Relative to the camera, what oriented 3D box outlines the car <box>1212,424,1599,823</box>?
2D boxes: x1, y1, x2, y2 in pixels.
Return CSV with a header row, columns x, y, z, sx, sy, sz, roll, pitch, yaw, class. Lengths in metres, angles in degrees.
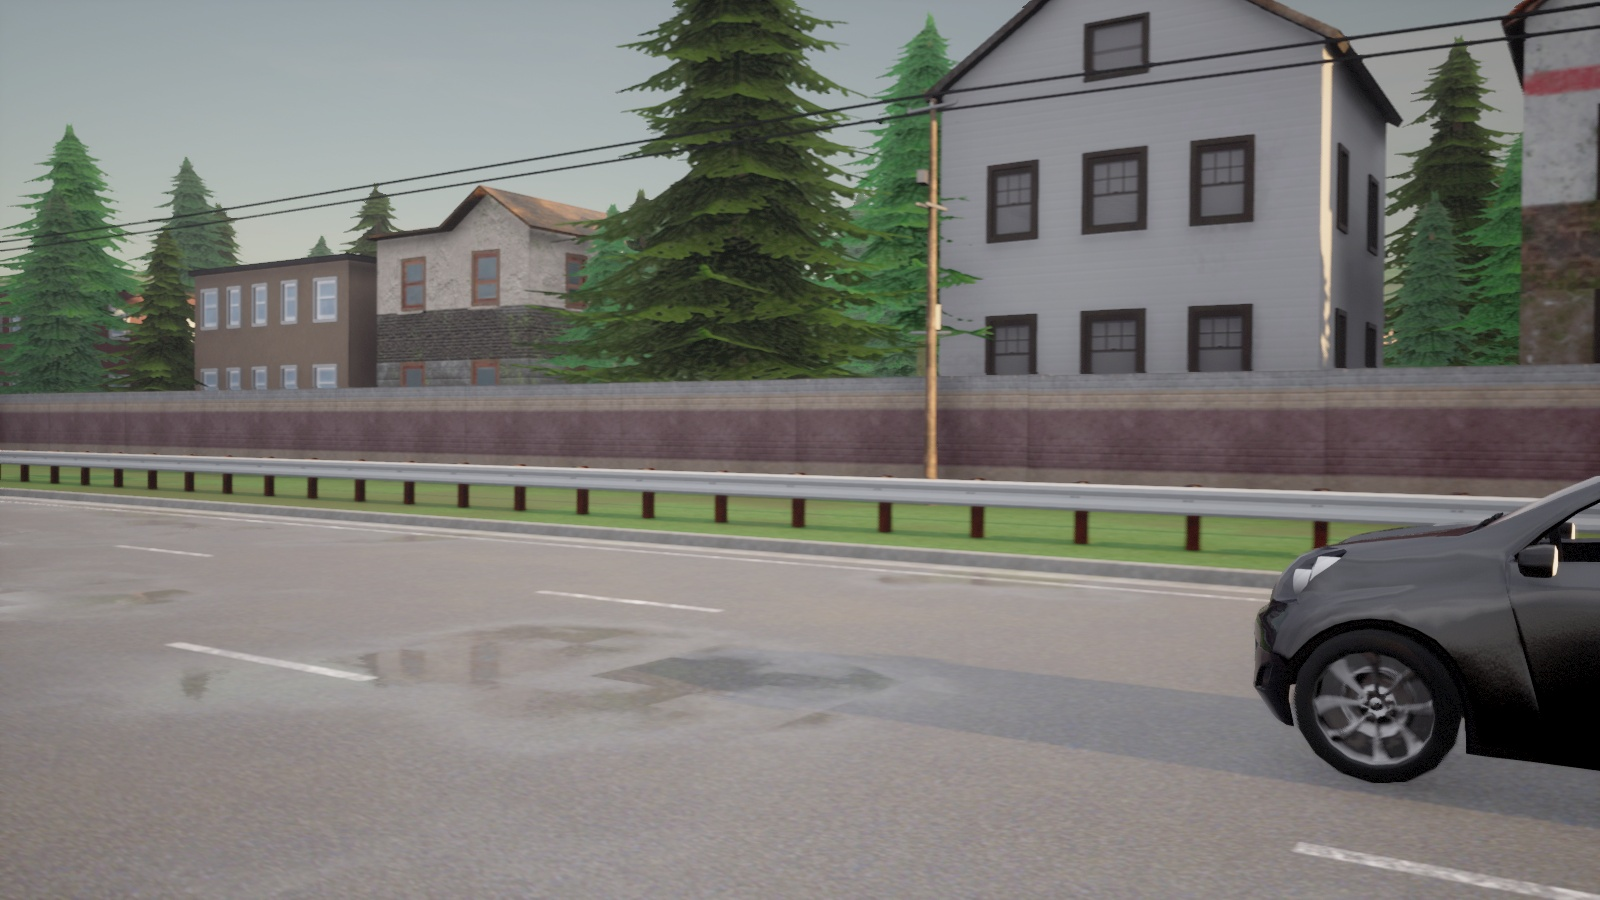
x,y,z,sx,sy,sz,roll,pitch,yaw,class
3.835,0.638,5.277,3.633,1.501,1.845,0,1,34,car
